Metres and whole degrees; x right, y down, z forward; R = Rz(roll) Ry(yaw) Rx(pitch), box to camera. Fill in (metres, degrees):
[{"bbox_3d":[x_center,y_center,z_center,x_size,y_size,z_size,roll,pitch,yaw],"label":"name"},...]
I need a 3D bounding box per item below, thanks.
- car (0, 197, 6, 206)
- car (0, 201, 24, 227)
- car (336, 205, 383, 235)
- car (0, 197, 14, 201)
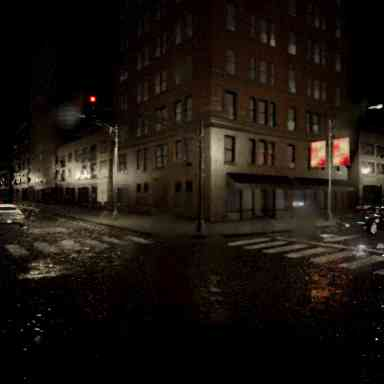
[{"bbox_3d":[-32.038,1.552,54.778,1.994,1.385,4.181,1,0,-36],"label":"car"},{"bbox_3d":[-12.344,1.531,21.901,1.812,1.442,4.674,1,-1,-36],"label":"car"},{"bbox_3d":[10.139,1.505,18.886,4.892,1.490,1.837,0,0,-35],"label":"car"},{"bbox_3d":[-26.007,1.531,46.522,1.812,1.442,4.674,1,0,-36],"label":"car"}]
